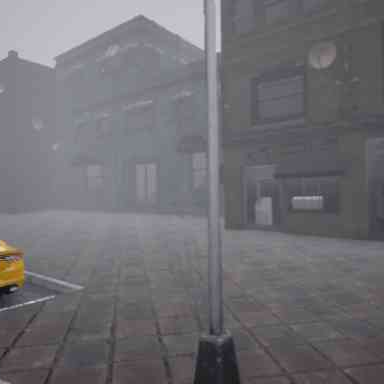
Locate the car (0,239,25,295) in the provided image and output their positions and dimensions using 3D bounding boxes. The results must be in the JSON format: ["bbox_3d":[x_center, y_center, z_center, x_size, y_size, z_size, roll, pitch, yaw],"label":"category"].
[{"bbox_3d":[-5.793,1.512,7.639,5.008,1.535,2.097,0,0,37],"label":"car"}]
